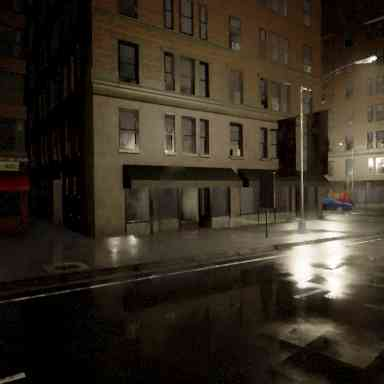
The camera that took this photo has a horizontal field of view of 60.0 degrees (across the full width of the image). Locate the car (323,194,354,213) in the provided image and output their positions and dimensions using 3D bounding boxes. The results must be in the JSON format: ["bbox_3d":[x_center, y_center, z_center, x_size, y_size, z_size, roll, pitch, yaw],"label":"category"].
[{"bbox_3d":[14.436,1.345,35.291,1.882,1.535,5.008,-1,1,-44],"label":"car"}]

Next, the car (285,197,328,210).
[{"bbox_3d":[13.861,1.391,40.475,1.895,1.301,4.718,-1,1,-43],"label":"car"}]

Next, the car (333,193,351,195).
[{"bbox_3d":[17.149,1.084,40.812,2.192,1.841,5.009,0,1,-44],"label":"car"}]
